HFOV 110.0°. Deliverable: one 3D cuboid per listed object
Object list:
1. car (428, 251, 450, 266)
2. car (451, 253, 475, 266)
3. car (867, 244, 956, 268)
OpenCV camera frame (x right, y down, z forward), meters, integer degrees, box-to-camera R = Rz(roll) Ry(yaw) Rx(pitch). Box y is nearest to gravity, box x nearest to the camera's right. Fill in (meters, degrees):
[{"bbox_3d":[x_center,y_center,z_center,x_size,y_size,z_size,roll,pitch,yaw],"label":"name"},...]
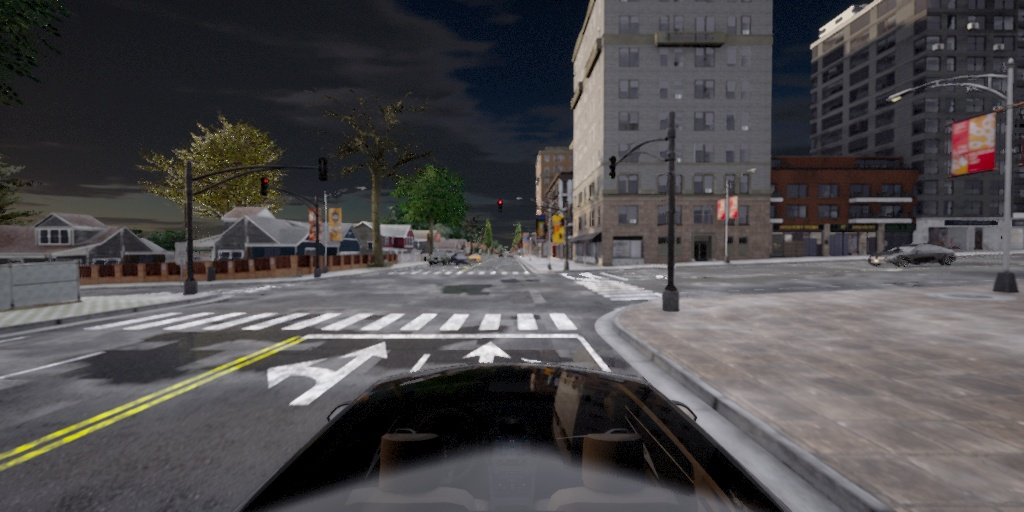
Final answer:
[{"bbox_3d":[-10.053,0.322,50.061,2.150,2.045,5.566,0,0,0],"label":"car"},{"bbox_3d":[-6.802,0.650,49.676,2.033,1.411,5.357,0,1,0],"label":"car"},{"bbox_3d":[26.335,-0.031,23.653,4.674,1.442,1.812,-2,1,0],"label":"car"}]
